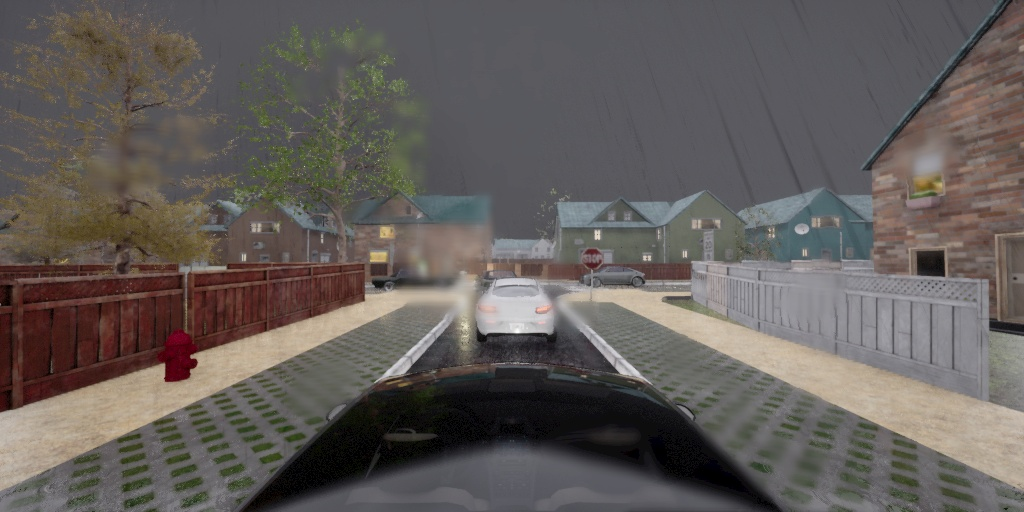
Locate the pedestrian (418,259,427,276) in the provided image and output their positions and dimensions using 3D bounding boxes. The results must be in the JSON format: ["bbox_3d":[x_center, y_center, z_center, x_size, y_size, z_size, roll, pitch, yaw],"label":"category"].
[{"bbox_3d":[-6.684,1.118,26.753,0.375,1.860,0.375,0,-1,1],"label":"pedestrian"}]

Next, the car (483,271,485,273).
[{"bbox_3d":[-0.746,1.366,18.479,1.895,1.301,4.718,0,-1,-12],"label":"car"}]

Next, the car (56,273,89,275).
[{"bbox_3d":[-25.594,1.632,21.150,4.718,1.301,1.895,-1,-1,1],"label":"car"}]

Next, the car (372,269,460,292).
[{"bbox_3d":[-5.469,1.416,20.867,4.718,1.301,1.895,-1,-1,1],"label":"car"}]

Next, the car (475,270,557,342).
[{"bbox_3d":[0.108,1.279,9.660,1.812,1.442,4.674,0,0,0],"label":"car"}]

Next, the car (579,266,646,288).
[{"bbox_3d":[6.553,1.344,23.650,4.181,1.385,1.994,0,-1,1],"label":"car"}]
